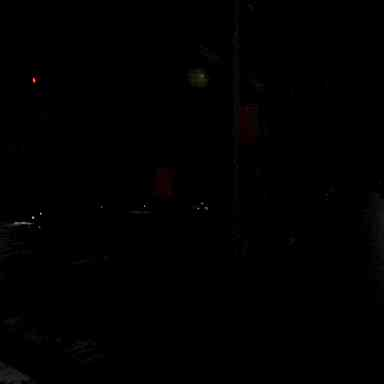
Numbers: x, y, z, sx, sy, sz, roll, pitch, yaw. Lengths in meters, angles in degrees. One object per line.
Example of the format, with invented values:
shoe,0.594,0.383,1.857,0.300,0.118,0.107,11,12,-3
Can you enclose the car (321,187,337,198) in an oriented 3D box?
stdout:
car,25.027,0.106,61.006,2.150,2.045,5.566,0,1,35

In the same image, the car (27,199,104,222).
car,-8.935,1.249,24.030,2.033,1.411,5.357,0,1,35

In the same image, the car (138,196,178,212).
car,-3.227,1.090,32.197,1.994,1.385,4.181,0,1,35

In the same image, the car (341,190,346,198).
car,28.278,0.378,59.977,1.837,1.490,4.892,0,1,34

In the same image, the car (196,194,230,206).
car,2.720,0.896,40.711,2.033,1.411,5.357,0,1,36

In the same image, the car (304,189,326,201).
car,19.207,0.609,52.649,1.994,1.385,4.181,0,1,34
